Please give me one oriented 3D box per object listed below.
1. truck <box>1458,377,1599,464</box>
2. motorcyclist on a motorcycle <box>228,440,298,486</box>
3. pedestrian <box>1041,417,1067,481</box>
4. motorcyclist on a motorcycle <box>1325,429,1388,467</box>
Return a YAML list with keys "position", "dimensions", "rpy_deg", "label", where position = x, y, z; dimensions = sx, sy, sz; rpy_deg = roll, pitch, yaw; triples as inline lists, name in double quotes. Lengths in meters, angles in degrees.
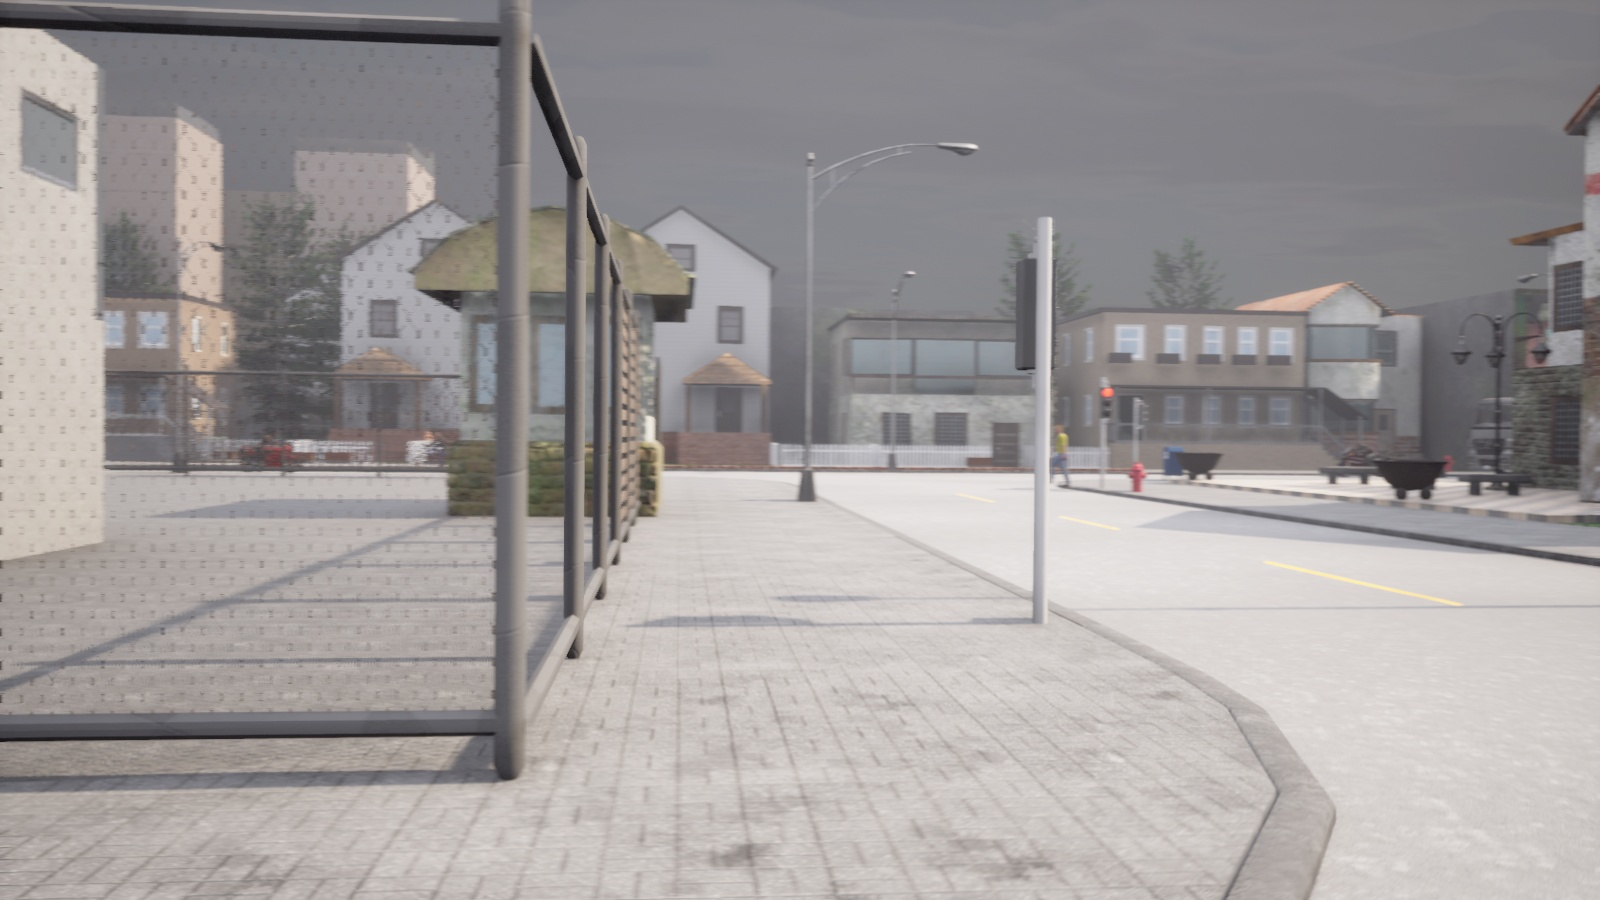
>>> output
- position: [31.888, -1.226, 51.945]
  dimensions: [7.936, 3.462, 2.891]
  rpy_deg: [-1, 1, -6]
  label: "truck"
- position: [-18.361, 0.447, 42.990]
  dimensions: [2.044, 1.523, 0.797]
  rpy_deg: [-1, 1, -6]
  label: "motorcyclist on a motorcycle"
- position: [7.332, -0.024, 36.306]
  dimensions: [0.706, 1.836, 0.354]
  rpy_deg: [-1, 1, 13]
  label: "pedestrian"
- position: [22.598, -0.088, 51.044]
  dimensions: [2.191, 1.530, 0.866]
  rpy_deg: [-1, 1, -6]
  label: "motorcyclist on a motorcycle"
